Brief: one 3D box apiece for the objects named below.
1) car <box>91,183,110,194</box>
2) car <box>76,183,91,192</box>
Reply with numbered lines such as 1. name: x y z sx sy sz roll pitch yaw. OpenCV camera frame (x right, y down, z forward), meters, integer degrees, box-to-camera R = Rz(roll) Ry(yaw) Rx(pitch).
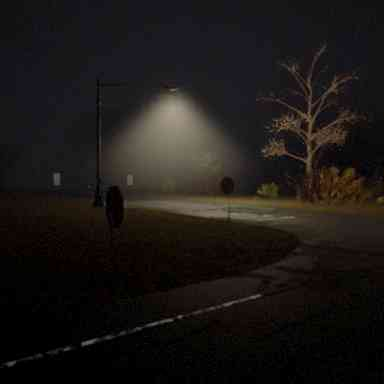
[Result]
1. car: -13.584 -0.387 51.407 1.994 1.385 4.181 -1 2 -36
2. car: -18.925 -0.894 58.869 2.097 1.767 4.553 -1 2 -36
